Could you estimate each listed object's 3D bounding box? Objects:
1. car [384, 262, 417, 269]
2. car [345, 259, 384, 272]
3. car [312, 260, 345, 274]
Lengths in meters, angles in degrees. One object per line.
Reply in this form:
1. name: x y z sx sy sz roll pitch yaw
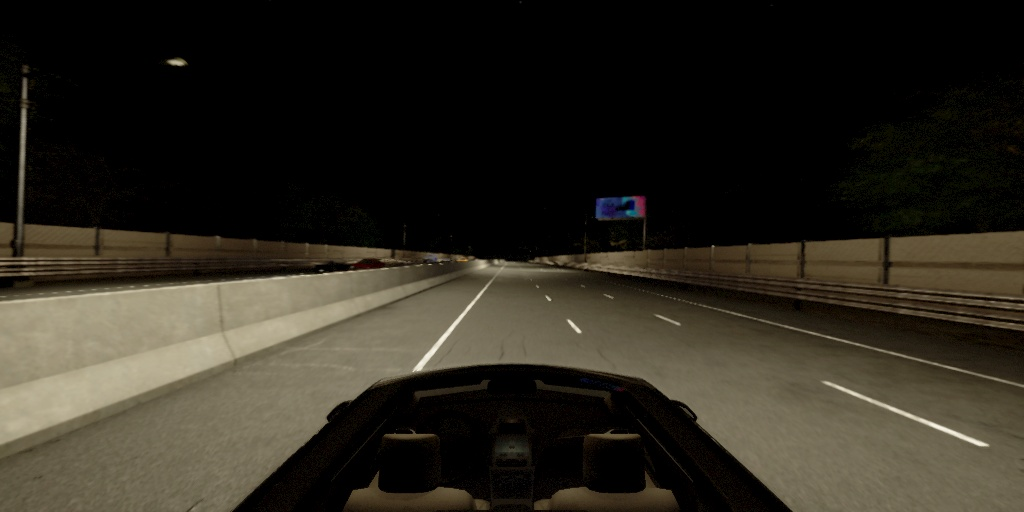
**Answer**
1. car: -10.539 1.225 35.277 1.895 1.301 4.718 2 0 0
2. car: -14.033 1.009 35.261 1.882 1.535 5.008 2 0 0
3. car: -17.535 1.038 35.234 1.895 1.301 4.718 2 0 0
